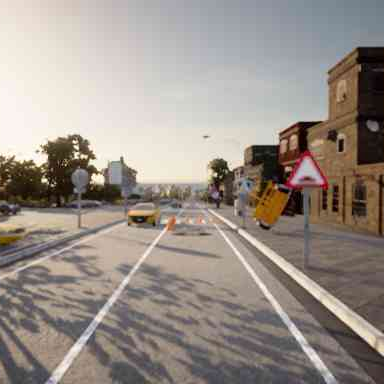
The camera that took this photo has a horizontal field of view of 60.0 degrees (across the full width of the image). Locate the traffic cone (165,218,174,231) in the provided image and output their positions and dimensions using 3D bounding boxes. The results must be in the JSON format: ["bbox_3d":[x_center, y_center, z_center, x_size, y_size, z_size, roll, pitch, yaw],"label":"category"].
[{"bbox_3d":[-1.363,1.953,19.388,0.340,0.580,0.340,0,-1,0],"label":"traffic cone"}]

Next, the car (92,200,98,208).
[{"bbox_3d":[-21.777,2.363,65.292,4.892,1.521,2.231,0,-1,0],"label":"car"}]

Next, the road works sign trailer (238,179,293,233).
[{"bbox_3d":[4.245,0.395,18.030,2.880,2.380,3.560,33,18,31],"label":"road works sign trailer"}]

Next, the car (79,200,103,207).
[{"bbox_3d":[-21.751,2.537,71.711,4.674,1.452,2.002,0,-1,0],"label":"car"}]

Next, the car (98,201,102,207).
[{"bbox_3d":[-21.773,2.431,68.564,5.008,1.535,2.097,0,-1,0],"label":"car"}]

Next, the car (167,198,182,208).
[{"bbox_3d":[-3.107,2.253,64.656,2.097,1.767,4.553,0,-1,1],"label":"car"}]

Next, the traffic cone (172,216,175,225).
[{"bbox_3d":[-1.359,1.978,21.389,0.340,0.580,0.340,0,-1,0],"label":"traffic cone"}]

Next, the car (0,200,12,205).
[{"bbox_3d":[-21.878,1.761,34.516,4.674,1.452,2.002,0,-1,0],"label":"car"}]

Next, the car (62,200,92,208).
[{"bbox_3d":[-21.794,2.334,62.016,4.674,1.452,2.002,0,-1,0],"label":"car"}]

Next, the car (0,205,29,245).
[{"bbox_3d":[-9.364,1.423,13.129,5.366,1.575,1.946,0,0,0],"label":"car"}]

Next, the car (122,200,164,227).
[{"bbox_3d":[-3.321,1.534,23.547,1.882,1.535,5.008,0,-1,0],"label":"car"}]
